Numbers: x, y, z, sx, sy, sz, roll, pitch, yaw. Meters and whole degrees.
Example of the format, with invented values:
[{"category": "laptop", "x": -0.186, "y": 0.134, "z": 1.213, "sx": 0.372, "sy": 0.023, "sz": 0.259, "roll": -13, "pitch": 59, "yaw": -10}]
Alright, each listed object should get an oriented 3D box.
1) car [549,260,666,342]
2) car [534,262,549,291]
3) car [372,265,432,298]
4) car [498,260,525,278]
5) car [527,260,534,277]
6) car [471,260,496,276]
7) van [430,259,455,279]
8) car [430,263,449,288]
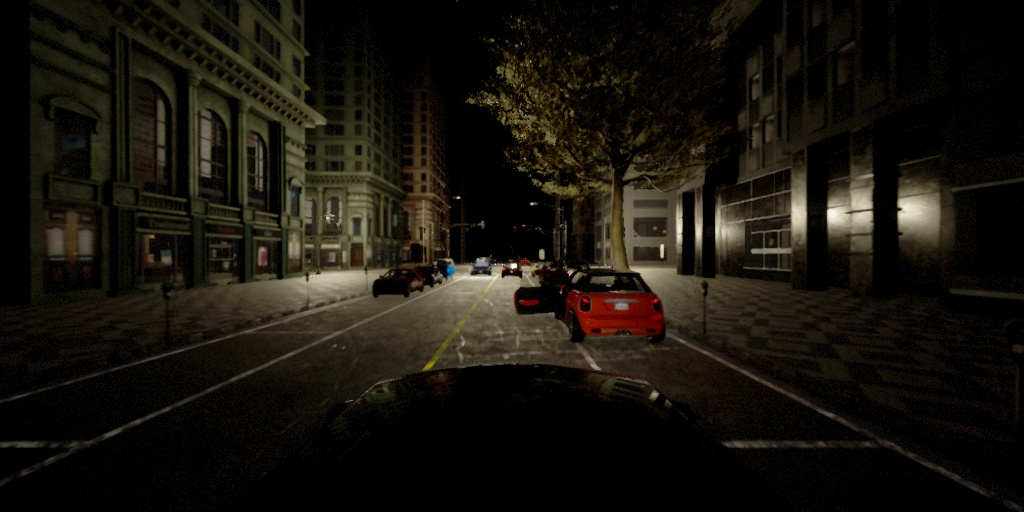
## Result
[{"category": "car", "x": 2.383, "y": 1.108, "z": 9.907, "sx": 2.097, "sy": 1.767, "sz": 4.553, "roll": 0, "pitch": 0, "yaw": 0}, {"category": "car", "x": 2.746, "y": 1.314, "z": 24.376, "sx": 1.888, "sy": 1.381, "sz": 4.507, "roll": 0, "pitch": 0, "yaw": 0}, {"category": "car", "x": -5.775, "y": 1.308, "z": 18.726, "sx": 1.888, "sy": 1.381, "sz": 4.507, "roll": 0, "pitch": 0, "yaw": 0}, {"category": "car", "x": 0.009, "y": 1.343, "z": 33.895, "sx": 1.994, "sy": 1.385, "sz": 4.181, "roll": 0, "pitch": 0, "yaw": 1}, {"category": "car", "x": 2.744, "y": 1.306, "z": 35.126, "sx": 1.751, "sy": 1.417, "sz": 4.829, "roll": 0, "pitch": 0, "yaw": 0}, {"category": "car", "x": -3.046, "y": 1.347, "z": 36.754, "sx": 1.994, "sy": 1.385, "sz": 4.181, "roll": 0, "pitch": 0, "yaw": 0}, {"category": "van", "x": -5.783, "y": 1.114, "z": 29.552, "sx": 1.690, "sy": 1.789, "sz": 3.998, "roll": 0, "pitch": 0, "yaw": 0}, {"category": "car", "x": -5.779, "y": 1.334, "z": 24.139, "sx": 1.948, "sy": 1.339, "sz": 4.313, "roll": 0, "pitch": 0, "yaw": 0}]
